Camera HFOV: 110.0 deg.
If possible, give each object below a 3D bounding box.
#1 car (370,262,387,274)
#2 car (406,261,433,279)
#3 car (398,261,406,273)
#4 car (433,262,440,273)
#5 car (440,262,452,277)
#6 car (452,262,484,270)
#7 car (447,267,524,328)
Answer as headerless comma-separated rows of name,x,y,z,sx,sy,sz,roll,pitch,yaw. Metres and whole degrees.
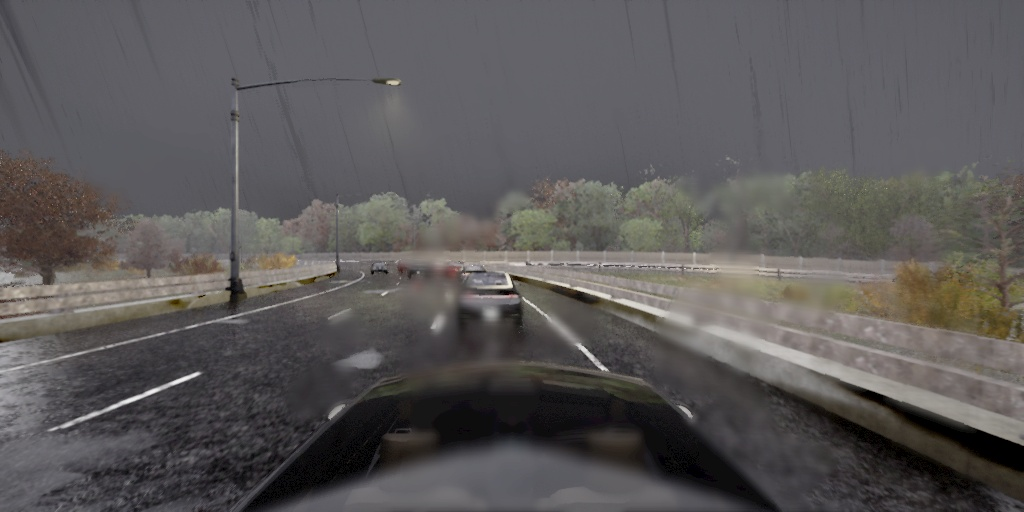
car,-16.437,1.433,44.181,2.033,1.411,5.357,0,0,-24
car,-8.929,1.353,34.320,1.837,1.490,4.892,0,-1,-17
car,-13.464,1.366,45.959,1.882,1.535,5.008,0,0,-24
car,-9.595,1.448,45.832,1.994,1.385,4.181,0,0,-23
car,-5.536,1.329,35.078,1.882,1.535,5.008,0,0,-17
car,-2.674,1.308,23.887,2.128,1.511,4.902,0,0,-12
car,-0.749,1.272,11.561,2.128,1.511,4.902,0,0,-5
